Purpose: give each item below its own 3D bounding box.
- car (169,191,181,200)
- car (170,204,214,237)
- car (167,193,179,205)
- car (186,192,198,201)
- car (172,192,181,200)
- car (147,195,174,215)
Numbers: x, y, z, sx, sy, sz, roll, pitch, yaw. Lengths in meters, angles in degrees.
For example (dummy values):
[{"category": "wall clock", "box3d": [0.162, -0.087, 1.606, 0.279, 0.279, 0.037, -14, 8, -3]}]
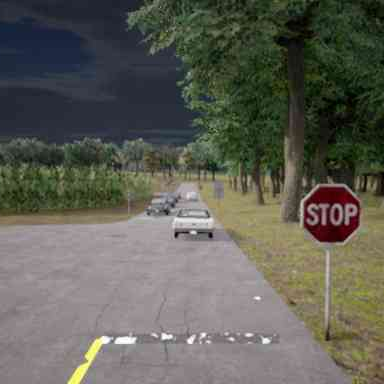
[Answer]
[{"category": "car", "box3d": [-2.935, 0.629, 58.652, 1.994, 1.385, 4.181, 0, 1, 0]}, {"category": "car", "box3d": [0.075, 1.498, 17.242, 1.895, 1.301, 4.718, 1, 1, 0]}, {"category": "car", "box3d": [-2.937, 1.125, 39.062, 1.994, 1.385, 4.181, 0, 1, 0]}, {"category": "car", "box3d": [-0.033, 0.682, 55.101, 1.812, 1.442, 4.674, 0, 1, 0]}, {"category": "car", "box3d": [-2.954, 0.925, 48.634, 1.895, 1.301, 4.718, 0, 1, 0]}, {"category": "car", "box3d": [-2.920, 1.265, 29.995, 1.812, 1.442, 4.674, 0, 1, 0]}]
